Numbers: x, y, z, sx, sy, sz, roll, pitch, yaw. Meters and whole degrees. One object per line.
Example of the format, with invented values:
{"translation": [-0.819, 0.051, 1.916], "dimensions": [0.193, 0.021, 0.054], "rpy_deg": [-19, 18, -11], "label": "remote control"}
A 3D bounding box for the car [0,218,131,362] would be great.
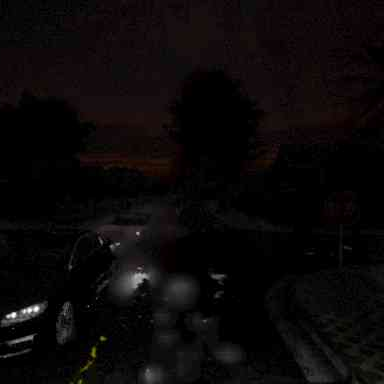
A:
{"translation": [-2.740, 1.509, 6.325], "dimensions": [2.128, 1.511, 4.902], "rpy_deg": [0, 0, 0], "label": "car"}

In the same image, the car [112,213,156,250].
{"translation": [-2.719, 1.598, 14.428], "dimensions": [1.895, 1.301, 4.718], "rpy_deg": [1, 0, 0], "label": "car"}

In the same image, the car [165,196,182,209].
{"translation": [-2.717, 1.627, 46.993], "dimensions": [1.895, 1.301, 4.718], "rpy_deg": [0, 0, -1], "label": "car"}

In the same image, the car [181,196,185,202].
{"translation": [-2.181, 1.401, 60.365], "dimensions": [1.812, 1.442, 4.674], "rpy_deg": [0, 0, 5], "label": "car"}
